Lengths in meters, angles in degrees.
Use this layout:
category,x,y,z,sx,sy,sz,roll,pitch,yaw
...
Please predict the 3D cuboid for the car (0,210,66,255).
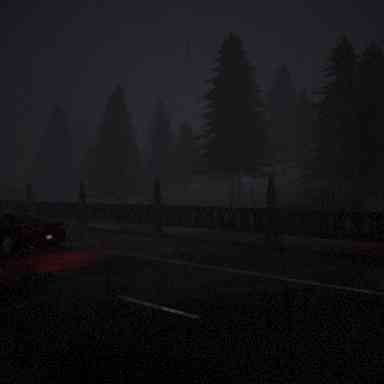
category,x,y,z,sx,sy,sz,roll,pitch,yaw
car,-7.138,1.459,13.378,5.008,1.535,1.882,0,0,36
